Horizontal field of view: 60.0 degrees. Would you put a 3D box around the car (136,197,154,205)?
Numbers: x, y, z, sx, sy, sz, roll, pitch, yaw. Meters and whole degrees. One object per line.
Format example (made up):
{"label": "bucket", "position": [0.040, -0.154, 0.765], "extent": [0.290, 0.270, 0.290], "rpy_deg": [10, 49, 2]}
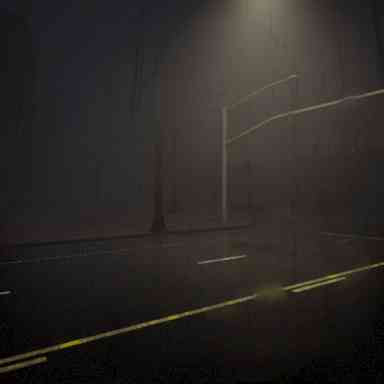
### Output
{"label": "car", "position": [-8.606, 1.563, 61.046], "extent": [1.994, 1.385, 4.181], "rpy_deg": [0, 0, -35]}

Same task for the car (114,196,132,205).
{"label": "car", "position": [-12.618, 1.476, 60.510], "extent": [1.882, 1.535, 5.008], "rpy_deg": [0, 0, -35]}

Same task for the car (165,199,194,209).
{"label": "car", "position": [-1.774, 1.600, 45.205], "extent": [1.895, 1.301, 4.718], "rpy_deg": [0, 0, -36]}

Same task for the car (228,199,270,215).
{"label": "car", "position": [5.856, 1.491, 34.519], "extent": [2.128, 1.511, 4.902], "rpy_deg": [0, 0, -36]}

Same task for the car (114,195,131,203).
{"label": "car", "position": [-14.417, 1.467, 69.097], "extent": [1.812, 1.442, 4.674], "rpy_deg": [0, 0, -36]}

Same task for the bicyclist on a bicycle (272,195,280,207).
{"label": "bicyclist on a bicycle", "position": [11.500, 1.302, 45.517], "extent": [1.656, 1.620, 0.582], "rpy_deg": [0, 0, -36]}
